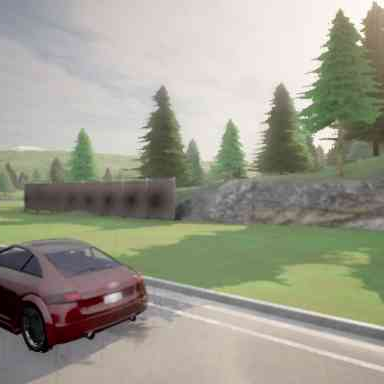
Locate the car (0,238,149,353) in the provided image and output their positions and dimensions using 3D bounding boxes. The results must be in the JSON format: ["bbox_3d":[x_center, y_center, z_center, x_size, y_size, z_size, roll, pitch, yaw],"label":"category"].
[{"bbox_3d":[-2.806,1.584,6.264,4.181,1.385,1.994,0,0,37],"label":"car"}]
